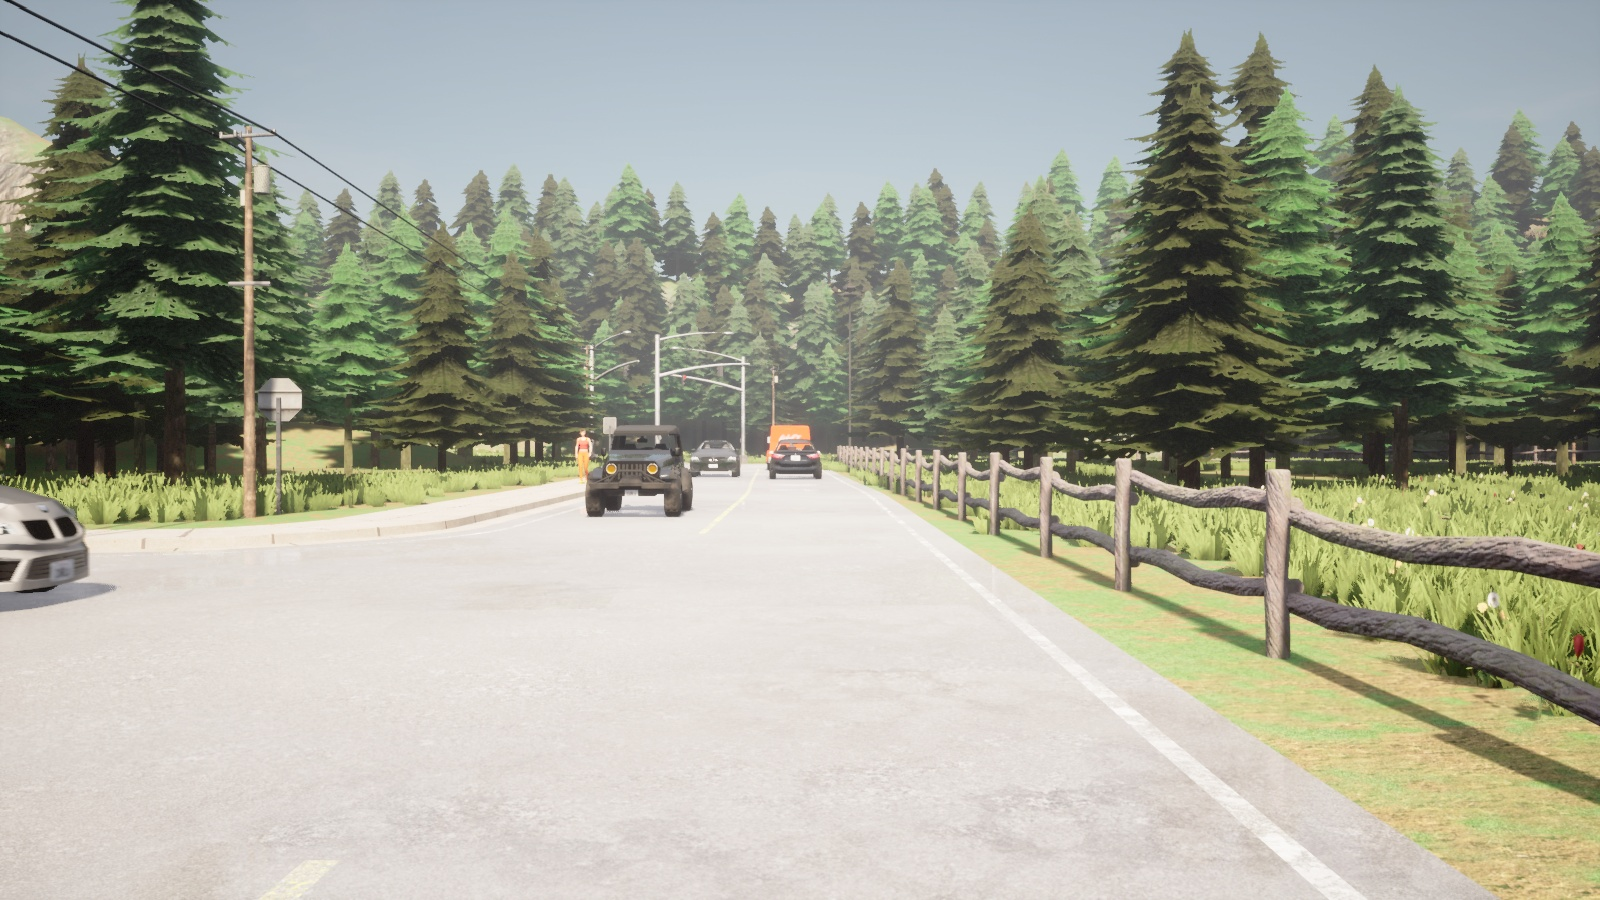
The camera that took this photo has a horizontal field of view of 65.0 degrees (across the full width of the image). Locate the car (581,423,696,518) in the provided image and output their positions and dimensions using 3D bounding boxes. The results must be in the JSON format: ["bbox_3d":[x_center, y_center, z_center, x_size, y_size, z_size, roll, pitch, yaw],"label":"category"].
[{"bbox_3d":[-3.336,0.389,26.623,1.905,1.878,3.866,0,0,0],"label":"car"}]

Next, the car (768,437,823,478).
[{"bbox_3d":[-0.211,0.298,53.348,2.242,1.667,4.611,0,0,-1],"label":"car"}]

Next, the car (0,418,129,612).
[{"bbox_3d":[-9.206,0.550,11.776,4.611,1.667,2.242,0,0,-3],"label":"car"}]

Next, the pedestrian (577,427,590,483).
[{"bbox_3d":[-7.106,0.168,41.160,0.345,1.836,0.594,0,0,-3],"label":"pedestrian"}]

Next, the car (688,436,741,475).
[{"bbox_3d":[-3.773,0.213,56.196,2.152,1.651,5.027,0,0,-1],"label":"car"}]

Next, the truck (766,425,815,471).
[{"bbox_3d":[-0.592,-0.129,70.272,2.627,2.467,5.204,0,0,-2],"label":"truck"}]
